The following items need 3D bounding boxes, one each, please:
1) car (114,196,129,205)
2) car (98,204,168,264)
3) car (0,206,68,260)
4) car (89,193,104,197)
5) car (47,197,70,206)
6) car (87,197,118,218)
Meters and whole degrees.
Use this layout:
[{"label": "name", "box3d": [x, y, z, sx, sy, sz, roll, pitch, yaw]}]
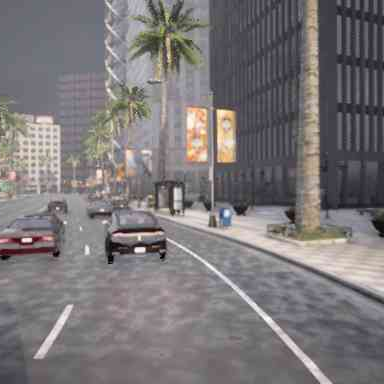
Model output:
[{"label": "car", "box3d": [-8.570, 1.236, 38.901, 2.231, 1.521, 4.892, -1, 0, -20]}, {"label": "car", "box3d": [-2.106, 1.413, 11.728, 2.128, 1.511, 4.902, 0, 0, -15]}, {"label": "car", "box3d": [-5.792, 1.490, 12.435, 2.033, 1.411, 5.357, -1, 0, -18]}, {"label": "car", "box3d": [-18.811, 0.967, 66.432, 2.185, 1.767, 4.553, -1, 0, -20]}, {"label": "car", "box3d": [-13.845, 1.332, 34.473, 1.837, 1.490, 4.892, -1, 0, -20]}, {"label": "car", "box3d": [-7.831, 1.397, 28.304, 1.994, 1.385, 4.181, -1, 0, -20]}]
